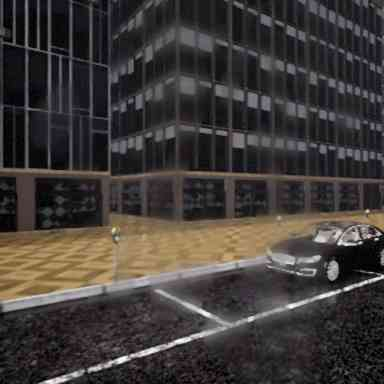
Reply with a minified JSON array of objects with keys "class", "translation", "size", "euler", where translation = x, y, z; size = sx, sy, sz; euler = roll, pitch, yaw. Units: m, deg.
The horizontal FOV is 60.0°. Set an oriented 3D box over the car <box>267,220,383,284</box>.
[{"class":"car","translation":[3.996,1.514,9.403],"size":[4.403,1.369,2.008],"euler":[0,0,-35]}]
